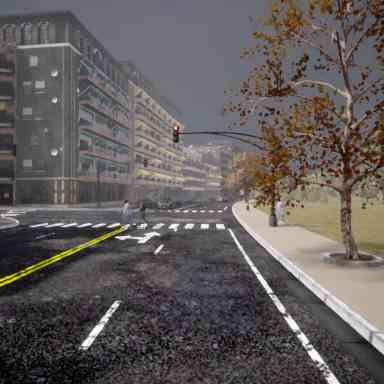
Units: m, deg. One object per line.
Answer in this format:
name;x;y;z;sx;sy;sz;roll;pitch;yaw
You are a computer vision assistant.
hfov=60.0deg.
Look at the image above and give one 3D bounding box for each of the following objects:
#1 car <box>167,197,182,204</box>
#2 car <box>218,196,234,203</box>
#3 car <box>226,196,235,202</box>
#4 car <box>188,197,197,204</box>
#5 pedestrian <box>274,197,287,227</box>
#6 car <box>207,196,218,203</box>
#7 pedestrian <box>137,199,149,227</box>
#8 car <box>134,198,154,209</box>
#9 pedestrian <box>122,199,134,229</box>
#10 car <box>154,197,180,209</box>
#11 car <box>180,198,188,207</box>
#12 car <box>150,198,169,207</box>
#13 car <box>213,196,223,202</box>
car;-3.516;1.786;69.182;2.033;1.411;5.357;0;0;10
car;7.864;1.844;77.134;2.033;1.411;5.357;0;0;11
car;10.052;1.864;87.570;1.812;1.442;4.674;0;0;13
car;-0.133;1.798;69.649;2.033;1.411;5.357;0;0;10
pedestrian;5.402;1.165;20.350;0.375;1.860;0.375;0;0;3
car;4.666;1.830;77.716;2.128;1.511;4.902;0;0;11
pedestrian;-3.166;1.321;21.441;0.375;1.860;0.375;0;0;3
car;-6.760;1.628;47.288;1.837;1.490;4.892;0;0;7
pedestrian;-3.894;1.319;20.277;0.375;1.860;0.375;0;0;3
car;-3.524;1.475;46.970;2.097;1.767;4.553;0;0;7
car;-2.339;1.773;56.076;1.895;1.301;4.718;0;0;8
car;-5.458;1.725;57.173;2.033;1.411;5.357;0;0;8
car;6.784;1.811;87.859;1.882;1.535;5.008;0;0;13
